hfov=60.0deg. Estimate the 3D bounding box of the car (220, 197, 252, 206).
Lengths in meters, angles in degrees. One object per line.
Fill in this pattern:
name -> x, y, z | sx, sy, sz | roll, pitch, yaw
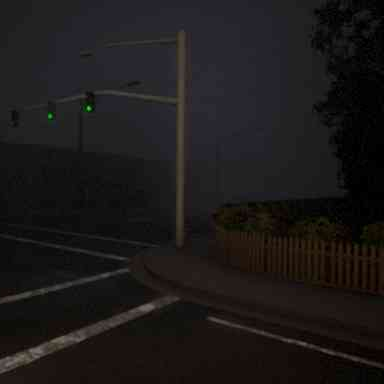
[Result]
car -> 5.301, 1.302, 38.832 | 2.033, 1.411, 5.357 | 1, 1, 35
